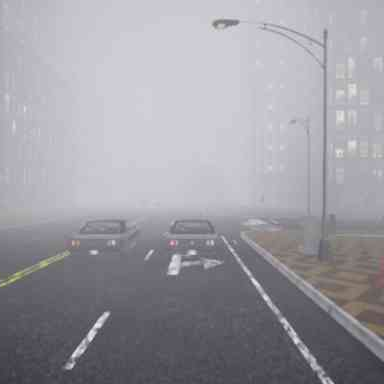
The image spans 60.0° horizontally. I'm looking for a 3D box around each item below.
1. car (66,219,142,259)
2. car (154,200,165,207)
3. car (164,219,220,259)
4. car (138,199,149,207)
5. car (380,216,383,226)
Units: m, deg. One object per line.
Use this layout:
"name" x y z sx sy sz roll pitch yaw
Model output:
"car" -3.219 1.733 13.236 1.895 1.301 4.718 0 -1 1
"car" -6.457 2.259 67.015 1.895 1.301 4.718 0 -1 0
"car" 0.031 1.733 13.234 1.895 1.301 4.718 0 -1 1
"car" -9.707 2.163 67.030 1.837 1.490 4.892 0 -1 0
"car" 15.937 2.063 23.924 4.403 1.369 2.008 1 0 -1
